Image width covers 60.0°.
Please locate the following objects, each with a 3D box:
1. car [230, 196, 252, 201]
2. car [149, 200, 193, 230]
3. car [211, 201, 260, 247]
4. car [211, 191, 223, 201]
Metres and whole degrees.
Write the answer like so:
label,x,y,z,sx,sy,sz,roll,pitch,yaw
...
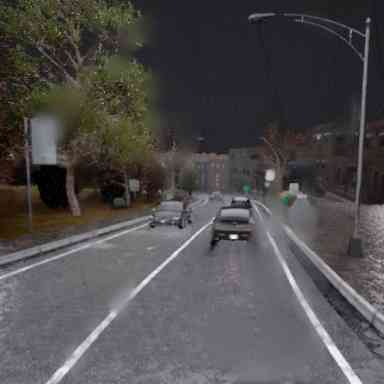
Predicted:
label,x,y,z,sx,sy,sz,roll,pitch,yaw
car,4.704,1.156,32.156,1.882,1.535,5.008,1,1,9
car,-1.107,1.244,19.462,1.837,1.490,4.892,1,1,9
car,1.893,1.369,14.551,1.837,1.490,4.892,1,1,9
car,4.362,0.678,59.363,2.097,1.767,4.553,0,1,3
